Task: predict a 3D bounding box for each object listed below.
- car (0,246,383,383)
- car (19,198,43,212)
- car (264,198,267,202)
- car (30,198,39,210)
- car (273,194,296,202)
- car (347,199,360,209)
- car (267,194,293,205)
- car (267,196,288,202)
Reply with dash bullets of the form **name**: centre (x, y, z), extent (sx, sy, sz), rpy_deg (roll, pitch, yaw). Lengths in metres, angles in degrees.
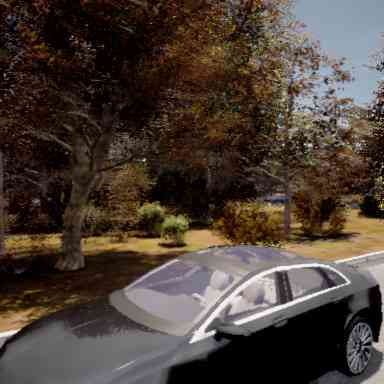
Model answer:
- **car**: centre (0.385, 1.491, 3.959), extent (4.902, 1.511, 2.128), rpy_deg (0, 0, -36)
- **car**: centre (-25.580, 1.986, 52.714), extent (2.435, 2.045, 5.566), rpy_deg (-1, 0, -36)
- **car**: centre (20.021, 1.877, 85.331), extent (2.163, 1.488, 4.792), rpy_deg (0, 0, -36)
- **car**: centre (-19.737, 2.003, 40.743), extent (2.435, 2.045, 5.566), rpy_deg (0, 0, -36)
- **car**: centre (24.612, 1.572, 88.544), extent (2.435, 2.045, 5.566), rpy_deg (0, 0, -36)
- **car**: centre (20.099, 1.640, 43.976), extent (2.128, 1.511, 4.902), rpy_deg (4, -3, -34)
- **car**: centre (18.807, 1.664, 68.381), extent (2.435, 2.045, 5.566), rpy_deg (-1, 0, -36)
- **car**: centre (22.311, 1.835, 86.938), extent (2.231, 1.521, 4.892), rpy_deg (0, 0, -36)
